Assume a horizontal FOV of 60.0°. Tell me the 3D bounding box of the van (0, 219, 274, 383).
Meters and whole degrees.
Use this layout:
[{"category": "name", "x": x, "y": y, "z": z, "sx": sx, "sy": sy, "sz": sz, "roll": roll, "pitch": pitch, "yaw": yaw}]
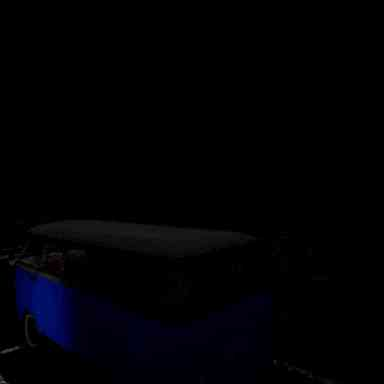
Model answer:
[{"category": "van", "x": -0.939, "y": 1.319, "z": 4.410, "sx": 3.998, "sy": 1.788, "sz": 1.690, "roll": -1, "pitch": 0, "yaw": 42}]
